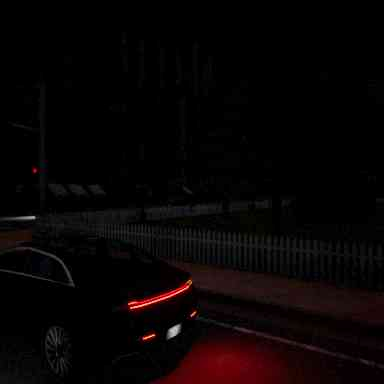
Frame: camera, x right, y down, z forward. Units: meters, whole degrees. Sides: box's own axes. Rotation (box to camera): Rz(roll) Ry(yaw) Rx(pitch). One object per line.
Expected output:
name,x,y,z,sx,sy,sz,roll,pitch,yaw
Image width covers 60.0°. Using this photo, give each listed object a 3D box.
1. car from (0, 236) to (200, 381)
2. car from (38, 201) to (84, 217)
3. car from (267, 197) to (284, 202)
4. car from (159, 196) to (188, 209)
car,-2.185,1.491,5.497,4.902,1.511,2.128,0,0,36
car,-12.451,1.564,31.904,1.994,1.385,4.181,0,0,34
car,15.127,1.547,59.938,2.033,1.411,5.357,0,0,34
car,-2.576,1.352,46.532,2.097,1.767,4.553,0,0,34
